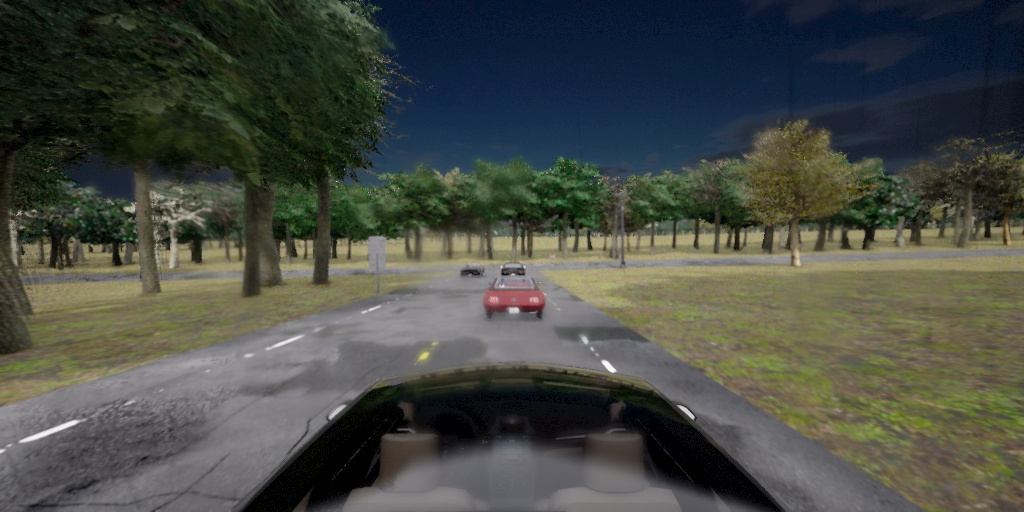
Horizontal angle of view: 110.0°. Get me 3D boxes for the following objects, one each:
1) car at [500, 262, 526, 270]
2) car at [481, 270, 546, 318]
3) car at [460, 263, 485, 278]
[{"bbox_3d":[0.089,1.220,28.641,1.882,1.535,5.008,0,0,0],"label":"car"},{"bbox_3d":[0.086,1.352,12.953,1.895,1.301,4.718,0,0,0],"label":"car"},{"bbox_3d":[-3.573,1.341,33.069,1.895,1.301,4.718,0,0,0],"label":"car"}]
